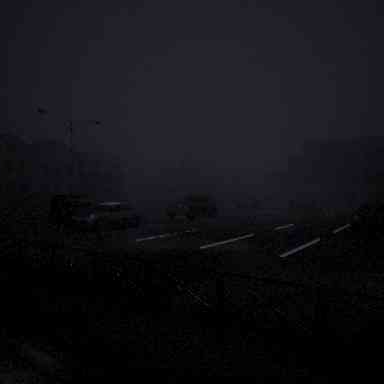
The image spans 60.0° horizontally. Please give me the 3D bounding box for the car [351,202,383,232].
[{"bbox_3d":[9.852,1.296,17.755,2.007,1.523,4.514,0,0,35],"label":"car"}]

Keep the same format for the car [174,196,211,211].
[{"bbox_3d":[0.168,1.296,37.692,2.007,1.523,4.514,0,0,35],"label":"car"}]

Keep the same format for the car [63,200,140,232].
[{"bbox_3d":[-4.774,1.359,18.556,1.970,1.475,3.806,0,0,35],"label":"car"}]

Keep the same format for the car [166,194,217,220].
[{"bbox_3d":[0.078,1.096,25.510,1.932,1.855,4.605,0,0,35],"label":"car"}]

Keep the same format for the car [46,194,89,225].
[{"bbox_3d":[-7.140,1.075,20.970,1.905,1.878,3.866,0,0,35],"label":"car"}]

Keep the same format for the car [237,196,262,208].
[{"bbox_3d":[7.222,1.231,41.345,1.970,1.475,3.806,0,0,35],"label":"car"}]

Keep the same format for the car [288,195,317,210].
[{"bbox_3d":[12.655,1.152,37.914,2.152,1.636,5.027,0,0,35],"label":"car"}]
